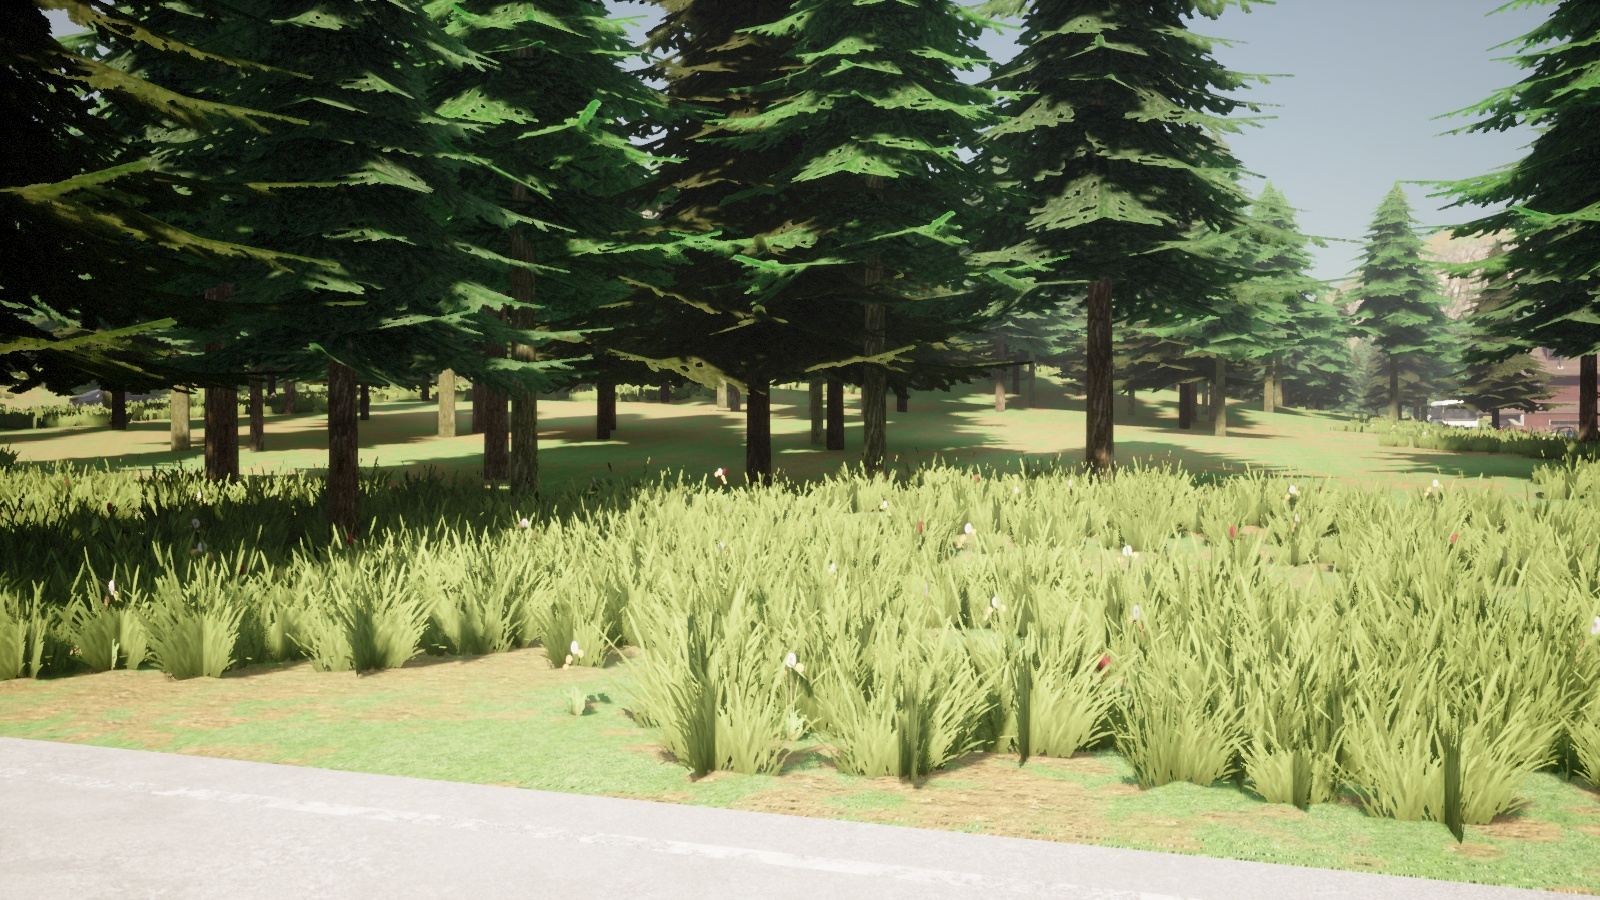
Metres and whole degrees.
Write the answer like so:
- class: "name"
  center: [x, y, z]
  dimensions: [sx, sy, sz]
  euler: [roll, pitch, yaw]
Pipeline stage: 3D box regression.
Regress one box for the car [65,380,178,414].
- class: "car"
  center: [-36.347, -2.863, 67.349]
  dimensions: [1.837, 1.490, 4.892]
  euler: [0, 6, 38]
